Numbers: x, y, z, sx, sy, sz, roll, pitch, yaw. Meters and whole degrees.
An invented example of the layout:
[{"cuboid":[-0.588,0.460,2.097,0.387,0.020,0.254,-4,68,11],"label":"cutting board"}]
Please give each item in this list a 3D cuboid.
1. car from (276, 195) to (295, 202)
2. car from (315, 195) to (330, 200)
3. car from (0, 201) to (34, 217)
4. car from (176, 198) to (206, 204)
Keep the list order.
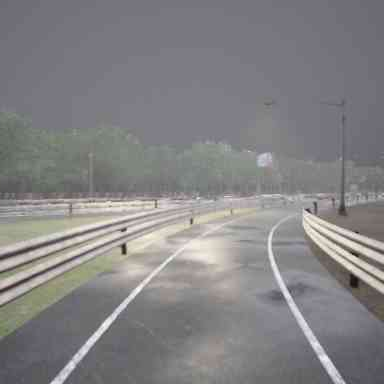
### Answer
[{"cuboid":[19.533,1.373,69.012,5.357,1.411,2.033,-1,1,-44],"label":"car"},{"cuboid":[31.796,1.319,80.773,4.718,1.301,1.895,-1,1,-44],"label":"car"},{"cuboid":[-18.156,1.621,32.870,4.553,1.767,2.097,0,0,-44],"label":"car"},{"cuboid":[-0.019,1.585,50.264,5.357,1.411,2.033,-1,1,-44],"label":"car"}]
